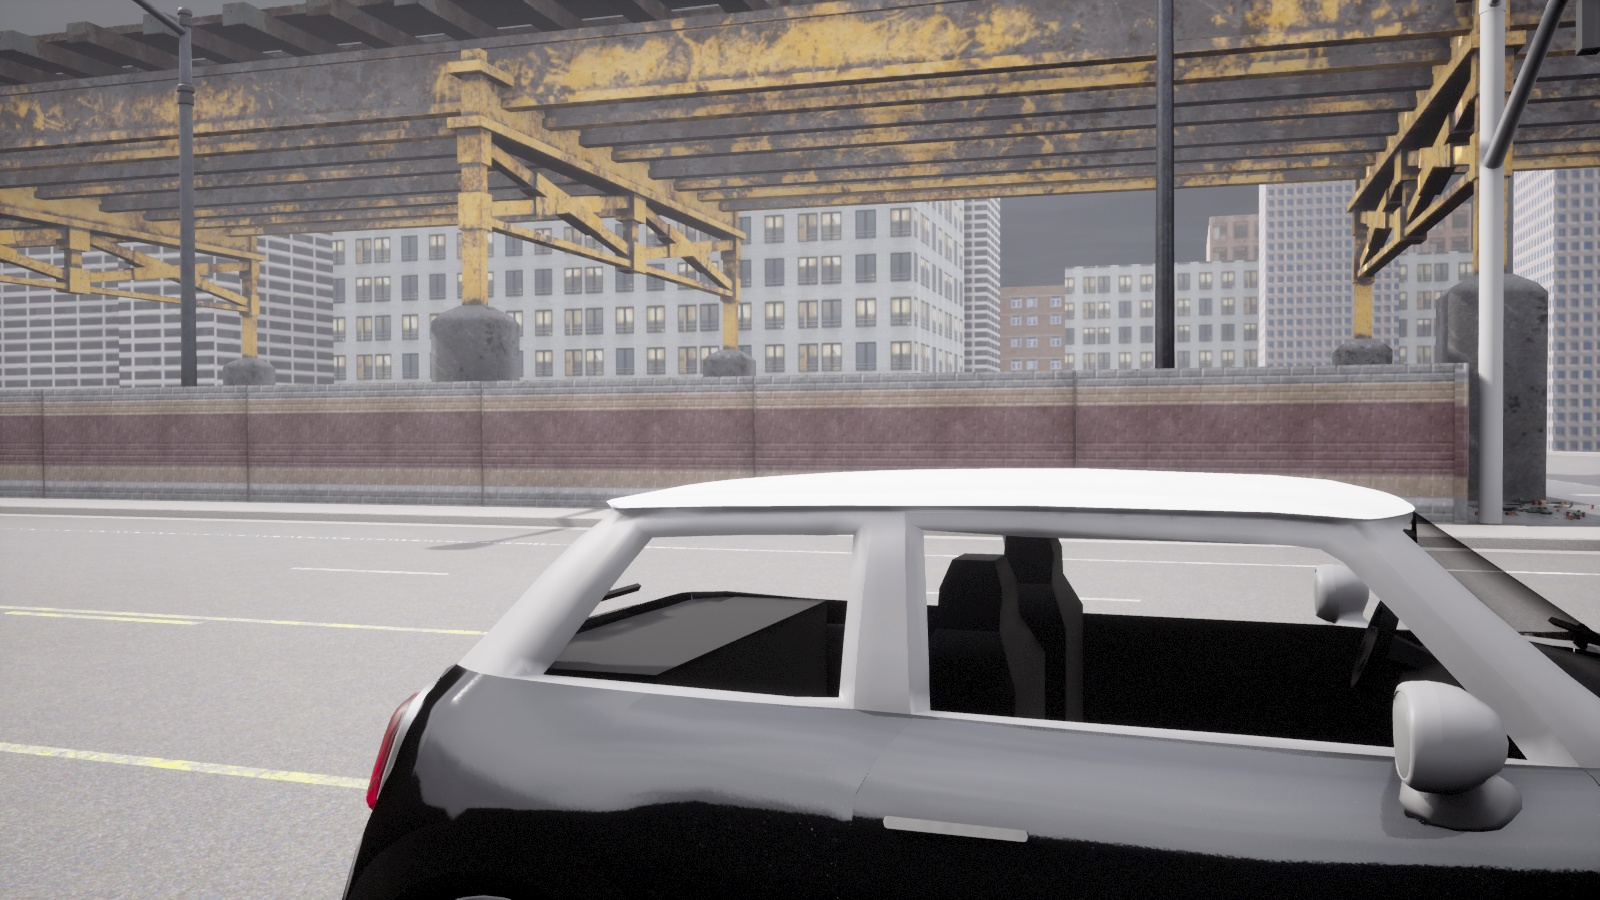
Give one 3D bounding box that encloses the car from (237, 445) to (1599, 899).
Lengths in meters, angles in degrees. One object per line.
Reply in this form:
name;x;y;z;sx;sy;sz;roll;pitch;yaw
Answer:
car;0.986;0.750;2.861;3.806;1.475;1.970;1;1;18
